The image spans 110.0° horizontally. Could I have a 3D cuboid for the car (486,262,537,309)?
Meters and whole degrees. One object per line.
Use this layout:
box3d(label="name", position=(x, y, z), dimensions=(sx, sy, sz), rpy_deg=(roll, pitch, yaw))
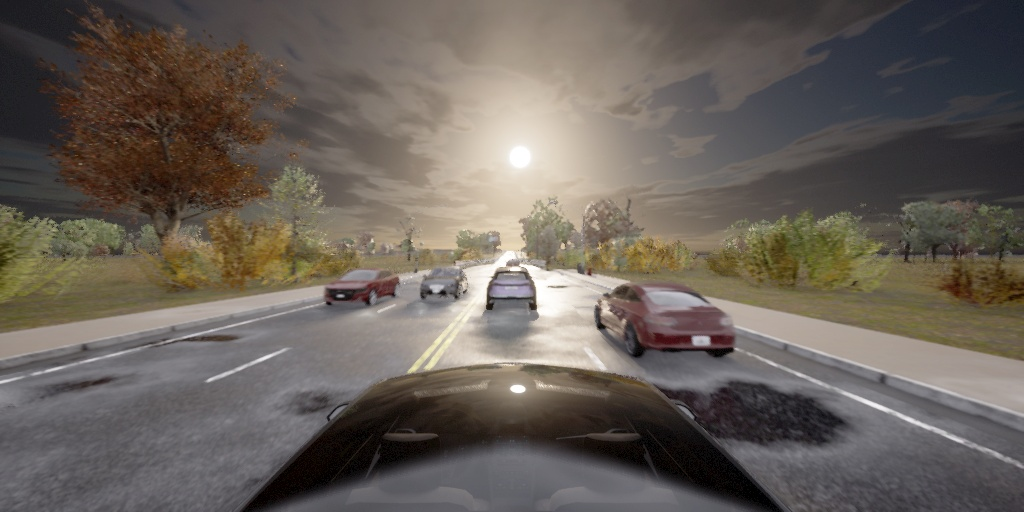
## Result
box3d(label="car", position=(-0.015, 1.223, 15.252), dimensions=(2.033, 1.649, 4.856), rpy_deg=(0, 0, 0))

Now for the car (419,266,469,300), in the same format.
box3d(label="car", position=(-3.339, 1.293, 18.296), dimensions=(2.128, 1.511, 4.902), rpy_deg=(0, 0, 0))

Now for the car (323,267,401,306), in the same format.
box3d(label="car", position=(-6.593, 1.273, 16.298), dimensions=(1.882, 1.535, 5.008), rpy_deg=(0, 0, 0))

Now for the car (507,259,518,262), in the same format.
box3d(label="car", position=(0.099, 1.248, 53.773), dimensions=(2.097, 1.767, 4.553), rpy_deg=(0, 0, 0))

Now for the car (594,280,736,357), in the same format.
box3d(label="car", position=(3.251, 1.298, 8.464), dimensions=(1.812, 1.442, 4.674), rpy_deg=(0, 0, 0))
